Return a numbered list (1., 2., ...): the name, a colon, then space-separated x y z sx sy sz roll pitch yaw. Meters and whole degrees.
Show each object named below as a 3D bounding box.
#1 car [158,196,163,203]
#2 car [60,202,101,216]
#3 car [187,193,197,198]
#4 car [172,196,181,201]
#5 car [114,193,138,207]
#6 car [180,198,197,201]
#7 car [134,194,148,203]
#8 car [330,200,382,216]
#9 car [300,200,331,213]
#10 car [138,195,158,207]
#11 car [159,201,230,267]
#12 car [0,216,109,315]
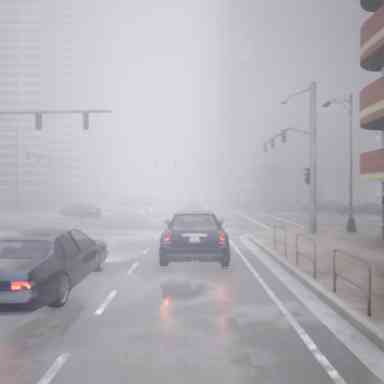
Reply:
1. car: -6.990 1.546 68.924 1.837 1.490 4.892 0 0 0
2. car: -10.043 1.584 29.809 4.181 1.385 1.994 0 0 39
3. car: 0.011 1.200 75.956 2.150 2.045 5.566 0 0 0
4. car: -3.489 1.516 75.925 2.033 1.411 5.357 0 0 0
5. car: -10.551 1.388 53.449 2.097 1.767 4.553 0 0 0
6. car: 0.099 1.586 32.251 1.994 1.385 4.181 0 0 0
7. car: -10.490 1.401 68.450 2.097 1.767 4.553 0 0 0
8. car: 16.461 1.622 32.358 4.718 1.301 1.895 0 0 1
9. car: 14.038 1.549 35.875 4.674 1.442 1.812 0 0 1
10. car: -7.054 1.542 53.744 1.837 1.490 4.892 0 0 0
11. car: 0.082 1.361 11.541 2.097 1.767 4.553 0 0 0
12. car: -3.417 1.553 7.836 2.033 1.411 5.357 0 0 -1
